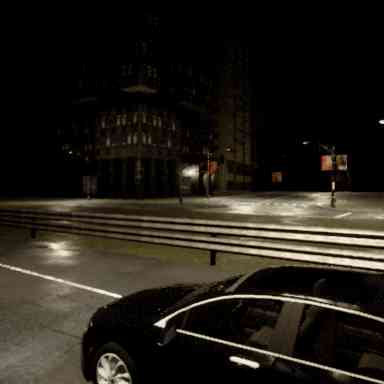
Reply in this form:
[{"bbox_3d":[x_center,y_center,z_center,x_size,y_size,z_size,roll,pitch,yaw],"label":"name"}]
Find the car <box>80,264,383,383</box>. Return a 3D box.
[{"bbox_3d":[0.933,1.503,3.204,4.892,1.490,1.837,0,0,36],"label":"car"}]
